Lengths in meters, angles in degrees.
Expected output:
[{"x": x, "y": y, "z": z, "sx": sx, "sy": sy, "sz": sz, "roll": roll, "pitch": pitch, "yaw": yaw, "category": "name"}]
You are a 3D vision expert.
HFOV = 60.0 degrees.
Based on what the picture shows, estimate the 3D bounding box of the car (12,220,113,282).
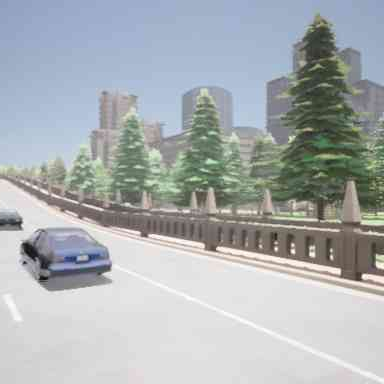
[{"x": -4.329, "y": 1.855, "z": 10.908, "sx": 2.033, "sy": 1.411, "sz": 5.357, "roll": 1, "pitch": -2, "yaw": -34, "category": "car"}]

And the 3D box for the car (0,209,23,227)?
[{"x": -13.702, "y": 1.881, "z": 24.322, "sx": 1.895, "sy": 1.301, "sz": 4.718, "roll": 1, "pitch": 1, "yaw": -34, "category": "car"}]
